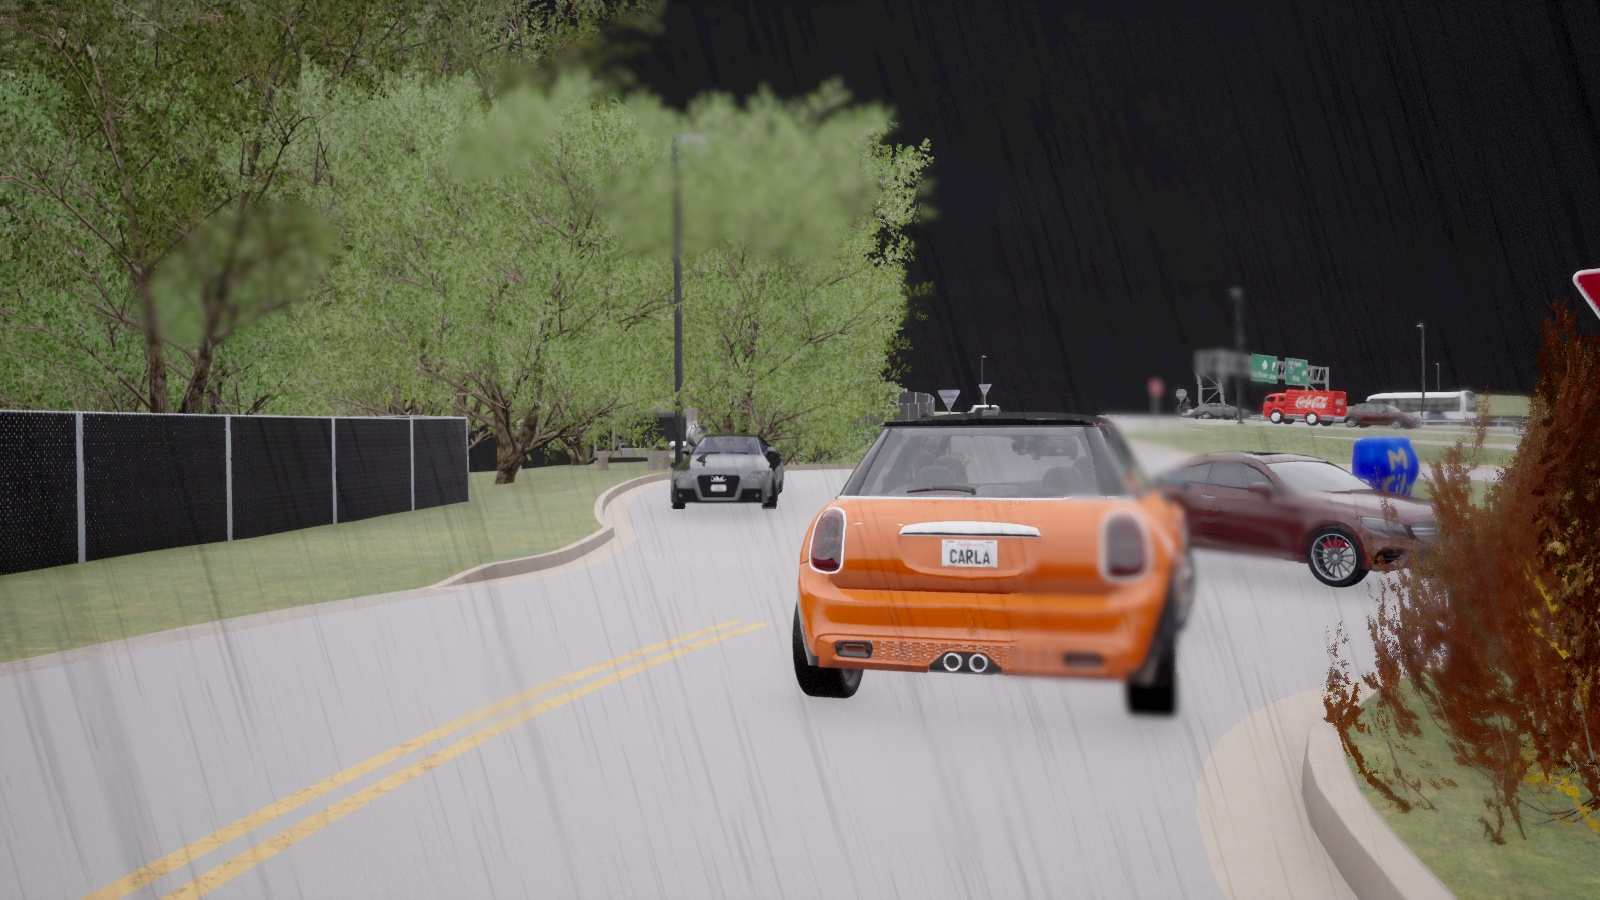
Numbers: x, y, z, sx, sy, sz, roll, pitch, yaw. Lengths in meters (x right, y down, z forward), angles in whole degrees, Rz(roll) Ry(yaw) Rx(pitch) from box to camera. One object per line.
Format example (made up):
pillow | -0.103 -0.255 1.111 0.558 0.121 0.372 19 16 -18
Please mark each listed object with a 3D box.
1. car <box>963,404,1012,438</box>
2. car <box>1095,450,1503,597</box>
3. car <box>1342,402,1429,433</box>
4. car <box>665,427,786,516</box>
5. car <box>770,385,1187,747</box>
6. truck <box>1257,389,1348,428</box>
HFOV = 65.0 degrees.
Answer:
car | 9.026 -1.426 60.651 1.970 1.475 3.806 0 4 3
car | 5.969 0.773 15.704 1.812 1.442 4.674 -1 2 -28
car | 37.762 -2.118 81.078 2.097 1.767 4.553 0 3 -42
car | -1.405 0.363 25.329 1.994 1.385 4.181 0 5 3
car | 1.532 0.548 8.610 2.097 1.767 4.553 0 0 18
truck | 35.419 -2.926 88.598 2.627 2.467 5.204 0 4 -43
